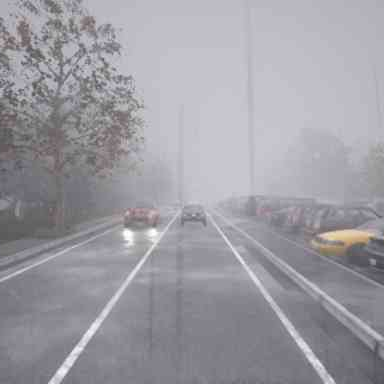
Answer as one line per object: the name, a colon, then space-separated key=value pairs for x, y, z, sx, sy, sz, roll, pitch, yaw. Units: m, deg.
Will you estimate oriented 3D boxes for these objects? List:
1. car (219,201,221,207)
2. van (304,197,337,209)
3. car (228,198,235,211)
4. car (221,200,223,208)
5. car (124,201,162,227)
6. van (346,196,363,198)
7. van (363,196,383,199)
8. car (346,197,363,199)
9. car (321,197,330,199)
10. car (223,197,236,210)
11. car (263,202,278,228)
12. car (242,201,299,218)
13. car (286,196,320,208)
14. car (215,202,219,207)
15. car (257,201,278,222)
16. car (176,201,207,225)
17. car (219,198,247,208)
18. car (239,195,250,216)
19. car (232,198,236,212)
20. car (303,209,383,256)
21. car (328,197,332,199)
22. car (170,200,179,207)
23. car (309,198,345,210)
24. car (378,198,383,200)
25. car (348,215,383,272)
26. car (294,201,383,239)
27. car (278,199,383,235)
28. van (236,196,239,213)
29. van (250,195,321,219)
car: x=7.179 y=1.981 z=52.880 sx=4.792 sy=1.488 sz=2.163 roll=0 pitch=-1 yaw=0
van: x=20.346 y=1.720 z=52.647 sx=4.442 sy=1.987 sz=1.878 roll=0 pitch=-1 yaw=0
car: x=7.084 y=1.740 z=39.004 sx=4.792 sy=1.488 sz=2.163 roll=0 pitch=-1 yaw=0
car: x=7.145 y=1.943 z=50.105 sx=4.674 sy=1.452 sz=2.002 roll=0 pitch=-1 yaw=0
car: x=-3.329 y=1.422 z=23.175 sx=2.097 sy=1.767 sz=4.553 roll=0 pitch=0 yaw=0
van: x=20.310 y=1.480 z=38.798 sx=4.442 sy=1.987 sz=1.878 roll=0 pitch=-1 yaw=0
van: x=20.062 y=1.384 z=33.260 sx=4.442 sy=1.987 sz=1.878 roll=0 pitch=-1 yaw=0
car: x=20.001 y=1.655 z=36.024 sx=5.366 sy=1.575 sz=1.946 roll=0 pitch=-1 yaw=0
car: x=20.202 y=1.802 z=44.334 sx=5.008 sy=1.535 sz=2.097 roll=0 pitch=-1 yaw=0
car: x=7.134 y=1.807 z=44.554 sx=5.008 sy=1.535 sz=2.097 roll=0 pitch=-1 yaw=0
car: x=7.058 y=1.523 z=19.591 sx=5.008 sy=1.535 sz=2.097 roll=0 pitch=0 yaw=0
car: x=7.122 y=1.596 z=30.669 sx=4.792 sy=1.488 sz=2.163 roll=0 pitch=-1 yaw=0
car: x=20.278 y=1.846 z=60.954 sx=5.566 sy=2.045 sz=2.435 roll=0 pitch=-1 yaw=0
car: x=7.128 y=1.748 z=55.662 sx=5.566 sy=2.045 sz=2.435 roll=0 pitch=-1 yaw=0
car: x=7.073 y=1.567 z=22.367 sx=4.674 sy=1.452 sz=2.002 roll=0 pitch=0 yaw=0
car: x=0.114 y=1.629 z=24.817 sx=2.033 sy=1.411 sz=5.357 roll=0 pitch=0 yaw=0
car: x=7.195 y=1.925 z=58.431 sx=4.553 sy=1.767 sz=2.185 roll=0 pitch=-1 yaw=0
car: x=7.113 y=1.282 z=27.920 sx=5.566 sy=2.045 sz=2.435 roll=0 pitch=0 yaw=0
car: x=7.109 y=1.703 z=36.226 sx=4.674 sy=1.452 sz=2.002 roll=0 pitch=-1 yaw=0
car: x=6.857 y=1.510 z=11.263 sx=5.366 sy=1.575 sz=1.946 roll=0 pitch=0 yaw=0
car: x=20.194 y=1.755 z=41.564 sx=4.892 sy=1.521 sz=2.231 roll=0 pitch=-1 yaw=0
car: x=-3.165 y=2.258 z=64.876 sx=1.812 sy=1.442 sz=4.674 roll=0 pitch=-1 yaw=1
car: x=20.190 y=1.772 z=49.876 sx=4.553 sy=1.767 sz=2.185 roll=0 pitch=-1 yaw=0
car: x=20.177 y=1.562 z=30.486 sx=5.008 sy=1.535 sz=2.097 roll=0 pitch=-1 yaw=0
car: x=7.029 y=1.510 z=8.486 sx=4.892 sy=1.521 sz=2.231 roll=0 pitch=0 yaw=0
car: x=7.018 y=1.390 z=14.039 sx=4.553 sy=1.767 sz=2.185 roll=0 pitch=0 yaw=0
car: x=7.025 y=1.394 z=16.815 sx=4.553 sy=1.767 sz=2.185 roll=0 pitch=0 yaw=0
van: x=6.983 y=1.389 z=33.455 sx=4.442 sy=1.987 sz=1.878 roll=0 pitch=-1 yaw=0
van: x=6.961 y=1.304 z=25.144 sx=4.442 sy=1.987 sz=1.878 roll=0 pitch=0 yaw=0
